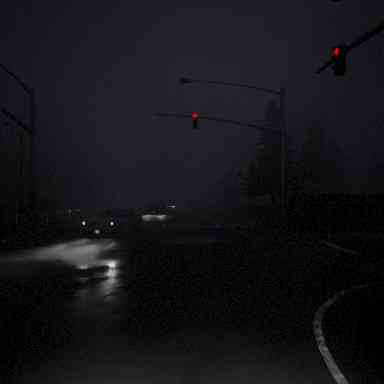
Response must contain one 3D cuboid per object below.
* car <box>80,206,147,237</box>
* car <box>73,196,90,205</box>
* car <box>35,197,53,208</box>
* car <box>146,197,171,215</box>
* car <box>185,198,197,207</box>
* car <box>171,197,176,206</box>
[{"bbox_3d":[-4.231,1.600,18.213,1.895,1.301,4.718,0,0,9],"label":"car"},{"bbox_3d":[-17.600,1.373,53.010,1.845,1.501,3.633,0,0,0],"label":"car"},{"bbox_3d":[-20.633,1.383,45.611,1.970,1.475,3.806,0,0,0],"label":"car"},{"bbox_3d":[-3.694,1.547,34.870,2.033,1.411,5.357,0,0,0],"label":"car"},{"bbox_3d":[-0.139,1.600,51.236,1.895,1.301,4.718,0,0,0],"label":"car"},{"bbox_3d":[-3.654,1.546,56.221,2.033,1.411,5.357,0,0,0],"label":"car"}]
